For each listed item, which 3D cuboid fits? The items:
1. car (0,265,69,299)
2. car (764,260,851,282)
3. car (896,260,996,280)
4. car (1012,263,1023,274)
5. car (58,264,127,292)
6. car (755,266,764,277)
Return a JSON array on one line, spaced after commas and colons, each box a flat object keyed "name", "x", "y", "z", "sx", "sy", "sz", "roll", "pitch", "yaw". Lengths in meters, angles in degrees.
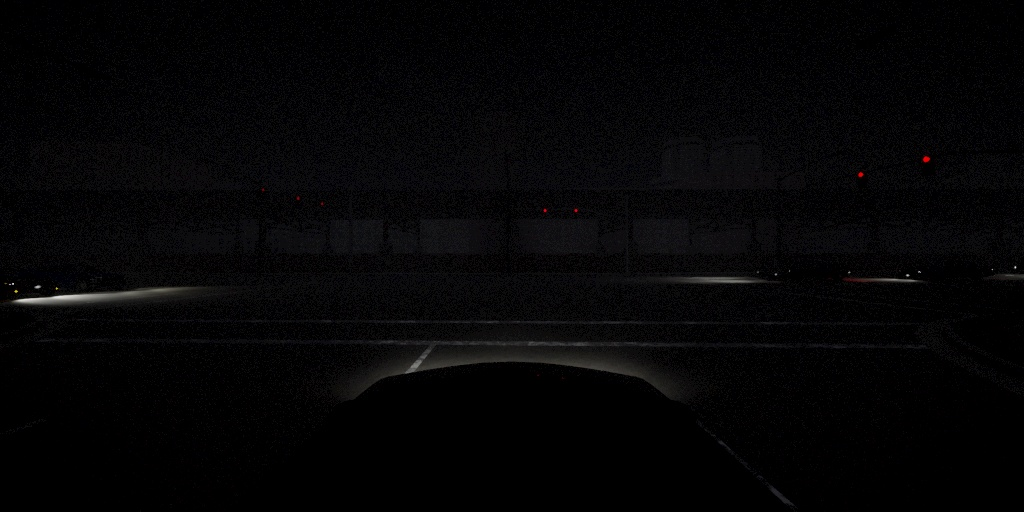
[{"name": "car", "x": -24.557, "y": 1.296, "z": 17.113, "sx": 4.181, "sy": 1.385, "sz": 1.994, "roll": 0, "pitch": 0, "yaw": 2}, {"name": "car", "x": 22.060, "y": 1.070, "z": 26.566, "sx": 4.902, "sy": 1.511, "sz": 2.128, "roll": -1, "pitch": 0, "yaw": 1}, {"name": "car", "x": 31.768, "y": 1.010, "z": 26.315, "sx": 5.357, "sy": 1.411, "sz": 2.033, "roll": -1, "pitch": 0, "yaw": 1}, {"name": "car", "x": 44.917, "y": 0.788, "z": 29.458, "sx": 5.357, "sy": 1.411, "sz": 2.033, "roll": -1, "pitch": 0, "yaw": 2}, {"name": "car", "x": -25.197, "y": 1.204, "z": 20.633, "sx": 5.008, "sy": 1.535, "sz": 1.882, "roll": 0, "pitch": 0, "yaw": 2}, {"name": "car", "x": 23.117, "y": 1.056, "z": 30.046, "sx": 4.902, "sy": 1.511, "sz": 2.128, "roll": -1, "pitch": 0, "yaw": 2}]
